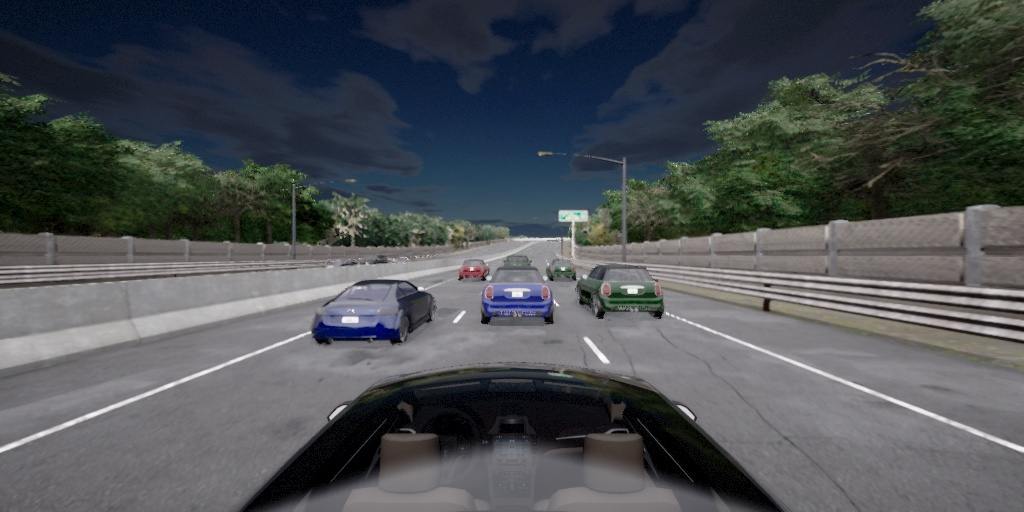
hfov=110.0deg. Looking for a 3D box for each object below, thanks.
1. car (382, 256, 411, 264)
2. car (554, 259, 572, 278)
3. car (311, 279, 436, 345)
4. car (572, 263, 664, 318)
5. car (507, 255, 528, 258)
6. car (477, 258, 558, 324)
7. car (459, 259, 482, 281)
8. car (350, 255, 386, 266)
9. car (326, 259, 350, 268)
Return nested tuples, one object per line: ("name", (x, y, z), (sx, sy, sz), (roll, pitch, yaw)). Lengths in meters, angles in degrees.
("car", (-13.310, 1.129, 42.988), (2.128, 1.511, 4.902), (0, 0, 2))
("car", (3.977, 1.037, 29.657), (2.097, 1.767, 4.553), (0, 0, 1))
("car", (-3.353, 1.294, 9.475), (1.994, 1.385, 4.181), (0, 0, 0))
("car", (3.679, 1.077, 12.984), (2.097, 1.767, 4.553), (0, 0, 1))
("car", (0.455, 0.905, 28.987), (2.150, 2.045, 5.566), (0, 0, 1))
("car", (0.170, 1.077, 12.077), (2.097, 1.767, 4.553), (0, 0, 1))
("car", (-3.026, 1.032, 29.619), (2.097, 1.767, 4.553), (0, 0, 1))
("car", (-16.802, 0.858, 43.297), (2.150, 2.045, 5.566), (0, 0, 2))
("car", (-20.315, 1.125, 42.886), (2.128, 1.511, 4.902), (0, 0, 2))
